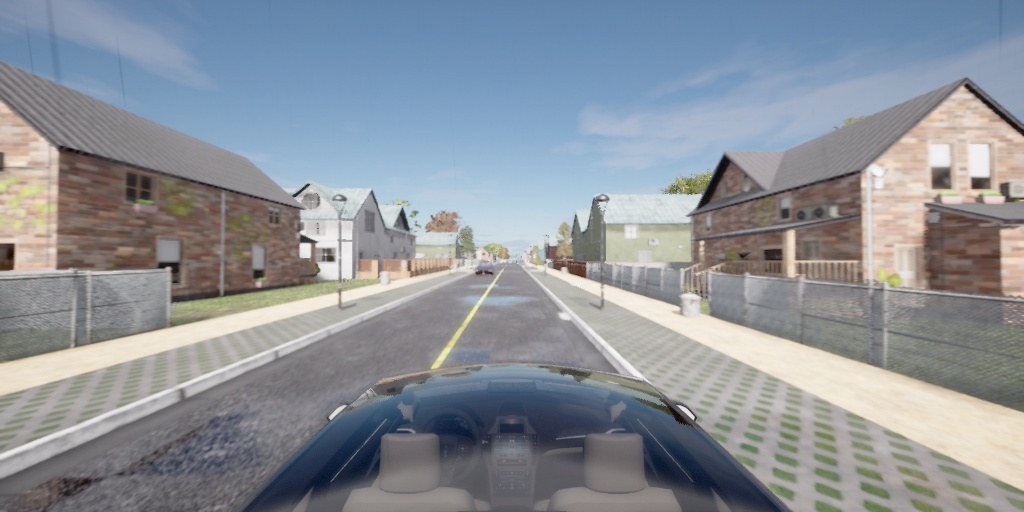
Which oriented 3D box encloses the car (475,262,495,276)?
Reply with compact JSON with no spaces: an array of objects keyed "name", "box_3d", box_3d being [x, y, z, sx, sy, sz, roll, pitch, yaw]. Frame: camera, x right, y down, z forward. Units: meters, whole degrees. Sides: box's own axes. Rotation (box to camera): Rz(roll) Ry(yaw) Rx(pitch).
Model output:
[{"name":"car","box_3d":[-2.756,1.340,37.546,2.033,1.411,5.357,0,0,0]}]
